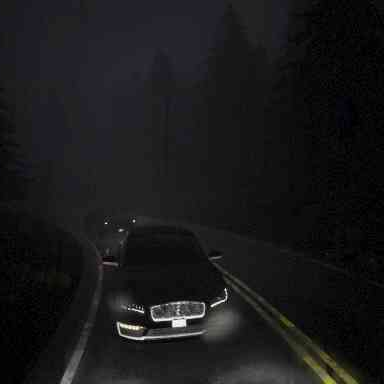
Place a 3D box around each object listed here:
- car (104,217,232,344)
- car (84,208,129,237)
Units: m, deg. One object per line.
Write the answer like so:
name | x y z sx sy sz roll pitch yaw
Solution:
car | -0.645 1.495 6.802 1.837 1.490 4.892 -1 0 -11
car | -4.633 1.611 18.538 1.895 1.301 4.718 -3 1 -29
